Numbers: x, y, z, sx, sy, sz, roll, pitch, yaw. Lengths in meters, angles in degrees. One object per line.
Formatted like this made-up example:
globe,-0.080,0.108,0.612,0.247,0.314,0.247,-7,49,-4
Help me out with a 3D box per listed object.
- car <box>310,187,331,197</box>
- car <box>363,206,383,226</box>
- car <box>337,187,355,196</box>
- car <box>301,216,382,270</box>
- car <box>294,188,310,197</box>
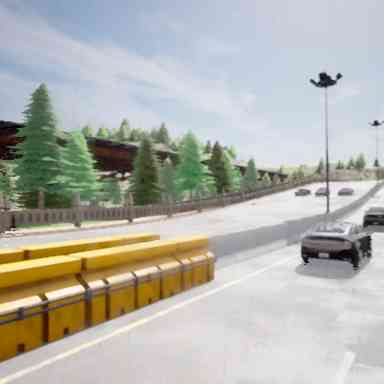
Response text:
car,21.311,-0.066,54.174,1.812,1.442,4.674,-2,4,35
car,14.019,1.822,24.835,1.837,1.490,4.892,-2,1,35
car,24.206,-0.111,52.213,1.994,1.385,4.181,-2,4,35
car,5.624,1.873,12.654,2.128,1.511,4.902,-2,-2,35
car,18.957,0.006,56.899,1.895,1.301,4.718,-2,4,35
